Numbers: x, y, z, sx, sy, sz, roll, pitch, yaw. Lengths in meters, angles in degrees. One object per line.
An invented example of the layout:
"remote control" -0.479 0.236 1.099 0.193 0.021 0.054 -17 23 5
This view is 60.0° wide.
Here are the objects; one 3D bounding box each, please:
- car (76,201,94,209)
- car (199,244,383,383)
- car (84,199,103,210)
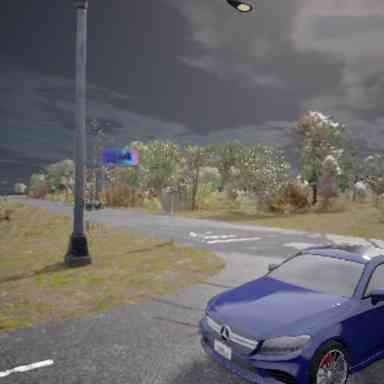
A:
"car" -18.731 2.191 58.224 1.895 1.301 4.718 1 -1 -31
"car" 2.314 1.603 5.157 4.674 1.442 1.812 1 -1 -33
"car" -15.901 1.906 53.689 2.097 1.767 4.553 1 -1 -31
